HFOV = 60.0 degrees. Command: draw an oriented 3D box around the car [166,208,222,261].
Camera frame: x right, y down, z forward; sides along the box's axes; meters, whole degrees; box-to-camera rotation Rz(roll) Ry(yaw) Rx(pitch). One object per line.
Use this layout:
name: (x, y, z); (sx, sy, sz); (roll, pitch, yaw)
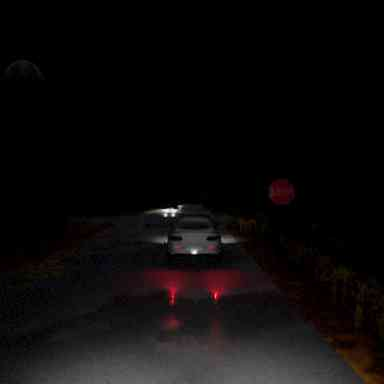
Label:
car: (0.085, 1.551, 12.267); (1.812, 1.442, 4.674); (0, 0, 0)

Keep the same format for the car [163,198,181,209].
car: (-3.125, 1.699, 48.439); (2.128, 1.511, 4.902); (0, -1, 0)
